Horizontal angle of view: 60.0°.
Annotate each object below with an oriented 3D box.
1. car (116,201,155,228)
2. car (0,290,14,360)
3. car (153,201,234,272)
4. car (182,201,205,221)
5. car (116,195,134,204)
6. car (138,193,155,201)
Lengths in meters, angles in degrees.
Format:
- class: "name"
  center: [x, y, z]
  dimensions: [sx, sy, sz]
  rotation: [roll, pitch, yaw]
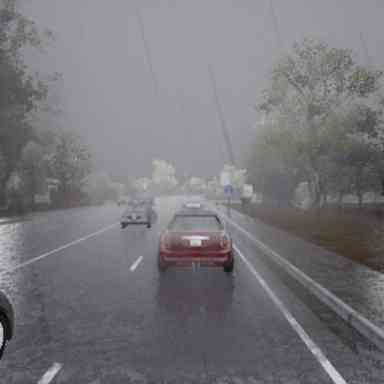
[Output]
- class: "car"
  center: [-3.398, 1.553, 22.043]
  dimensions: [2.033, 1.411, 5.357]
  rotation: [0, 0, 0]
- class: "car"
  center: [-3.404, 1.506, 2.704]
  dimensions: [1.837, 1.490, 4.892]
  rotation: [0, 0, 0]
- class: "car"
  center: [0.101, 1.355, 10.918]
  dimensions: [2.097, 1.767, 4.553]
  rotation: [0, 0, 0]
- class: "car"
  center: [0.103, 1.532, 28.476]
  dimensions: [1.812, 1.442, 4.674]
  rotation: [0, 0, 0]
- class: "car"
  center: [-10.559, 1.365, 52.875]
  dimensions: [2.097, 1.767, 4.553]
  rotation: [0, 0, 0]
- class: "car"
  center: [-7.062, 1.233, 51.857]
  dimensions: [2.150, 2.045, 5.566]
  rotation: [0, 0, 0]
